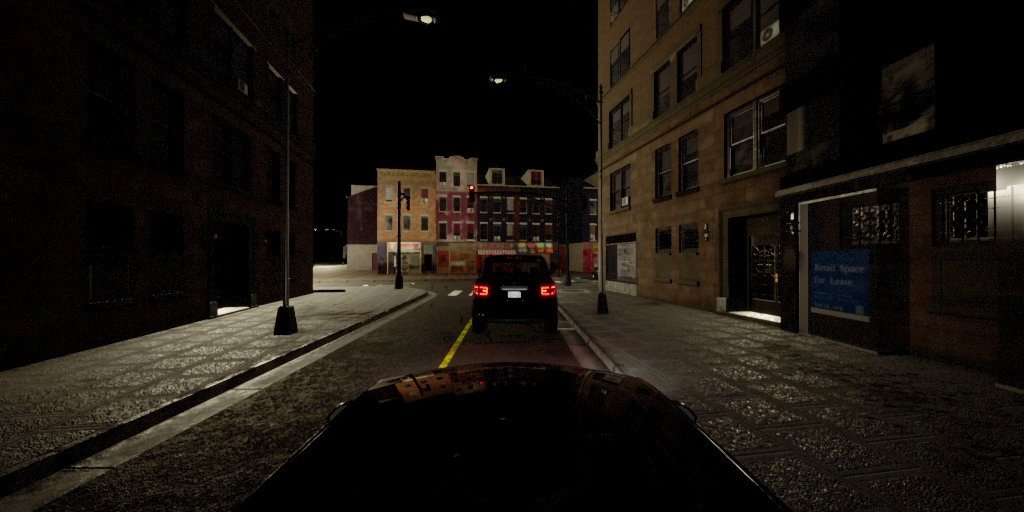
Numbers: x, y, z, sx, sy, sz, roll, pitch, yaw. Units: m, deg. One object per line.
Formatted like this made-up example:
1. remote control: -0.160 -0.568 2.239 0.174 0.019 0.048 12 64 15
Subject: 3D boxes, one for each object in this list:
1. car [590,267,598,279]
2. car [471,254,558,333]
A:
1. car: 8.889 1.089 29.869 4.553 1.767 2.097 0 0 -10
2. car: 0.097 0.972 10.864 2.150 2.045 5.566 0 0 1
